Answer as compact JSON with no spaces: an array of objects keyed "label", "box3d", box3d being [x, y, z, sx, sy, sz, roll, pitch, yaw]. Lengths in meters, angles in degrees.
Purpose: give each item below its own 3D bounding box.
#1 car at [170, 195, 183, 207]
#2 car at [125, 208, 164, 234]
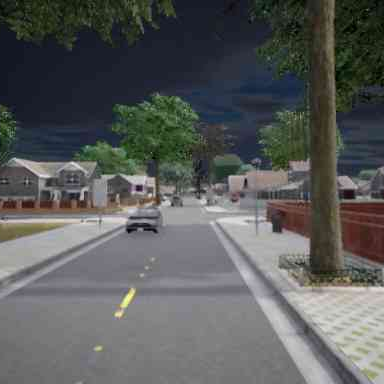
[{"label":"car","box3d":[-2.760,1.706,60.534,2.150,2.045,5.566,0,1,0]},{"label":"car","box3d":[-2.796,1.693,20.764,2.033,1.411,5.357,0,0,0]}]
